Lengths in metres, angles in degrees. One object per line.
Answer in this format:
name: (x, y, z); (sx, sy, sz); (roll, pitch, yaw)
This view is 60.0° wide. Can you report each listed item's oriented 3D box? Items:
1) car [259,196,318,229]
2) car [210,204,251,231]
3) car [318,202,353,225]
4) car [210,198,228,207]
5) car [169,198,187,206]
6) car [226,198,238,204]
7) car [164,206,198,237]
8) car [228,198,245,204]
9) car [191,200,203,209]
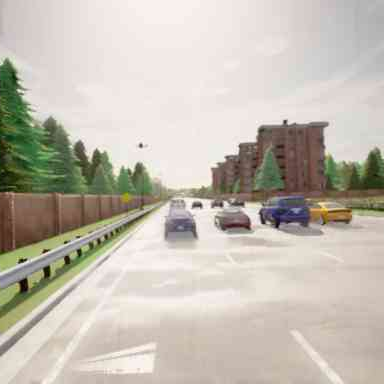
car: (6.154, 1.314, 22.642); (2.150, 2.045, 5.566); (-2, 0, -3)
car: (2.666, 1.761, 22.552); (1.994, 1.385, 4.181); (-2, -1, -3)
car: (9.598, 1.479, 24.006); (1.882, 1.535, 5.008); (-2, -1, -3)
car: (4.355, 1.934, 58.077); (2.097, 1.767, 4.553); (-2, -1, -3)
car: (-1.851, 1.820, 43.649); (2.150, 2.045, 5.566); (-2, 0, -3)
car: (10.005, 2.248, 83.590); (2.128, 1.511, 4.902); (-2, -1, -3)
car: (-0.723, 1.797, 20.155); (1.812, 1.442, 4.674); (-2, -1, -3)
car: (7.853, 1.828, 58.164); (2.097, 1.767, 4.553); (-2, -1, -3)
car: (0.873, 2.190, 57.783); (1.837, 1.490, 4.892); (-2, -1, -3)
